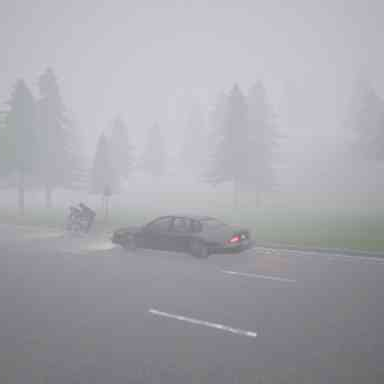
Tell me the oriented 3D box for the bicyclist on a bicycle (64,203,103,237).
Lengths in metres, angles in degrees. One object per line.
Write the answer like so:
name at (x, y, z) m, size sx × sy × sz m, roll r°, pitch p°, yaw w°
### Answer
bicyclist on a bicycle at (-5.232, 1.328, 16.366) m, size 1.656 × 1.620 × 0.582 m, roll -2°, pitch -13°, yaw -15°

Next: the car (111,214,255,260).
car at (-0.452, 1.528, 12.267) m, size 5.357 × 1.411 × 2.033 m, roll 0°, pitch 0°, yaw 30°
